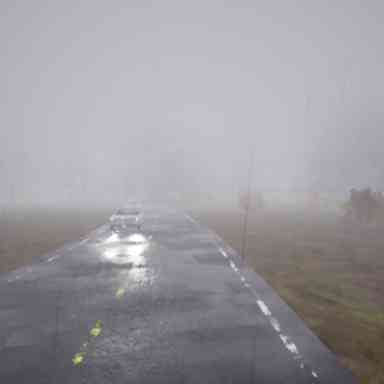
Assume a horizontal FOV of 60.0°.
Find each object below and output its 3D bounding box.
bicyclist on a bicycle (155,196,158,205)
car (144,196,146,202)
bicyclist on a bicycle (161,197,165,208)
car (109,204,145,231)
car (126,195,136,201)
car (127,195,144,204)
[{"bbox_3d":[-6.487,1.653,61.033,0.582,1.620,1.656,0,-1,-14],"label":"bicyclist on a bicycle"},{"bbox_3d":[-12.228,1.579,78.917,2.097,1.767,4.553,0,0,-18],"label":"car"},{"bbox_3d":[-4.530,1.619,52.169,0.582,1.620,1.656,0,-1,-12],"label":"bicyclist on a bicycle"},{"bbox_3d":[-4.090,1.668,21.378,1.895,1.301,4.718,0,0,-5],"label":"car"},{"bbox_3d":[-17.043,1.674,93.078,1.882,1.535,5.008,0,0,-21],"label":"car"},{"bbox_3d":[-10.716,1.565,62.119,2.097,1.767,4.553,0,0,-13],"label":"car"}]
